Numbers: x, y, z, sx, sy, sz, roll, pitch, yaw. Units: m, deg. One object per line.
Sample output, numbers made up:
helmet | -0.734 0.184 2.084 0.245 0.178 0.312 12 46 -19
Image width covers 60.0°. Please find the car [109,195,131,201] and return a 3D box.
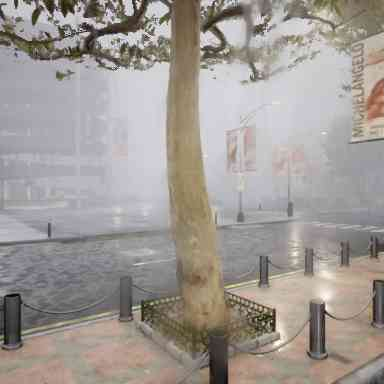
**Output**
car | -17.563 1.440 81.108 4.892 1.490 1.837 0 0 12

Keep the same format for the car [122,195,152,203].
car | -11.080 1.477 66.817 5.008 1.535 1.882 0 0 33

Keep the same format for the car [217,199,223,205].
car | 3.237 1.507 57.174 1.837 1.490 4.892 0 -1 -37

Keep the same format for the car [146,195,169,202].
car | -7.966 1.525 77.300 4.902 1.511 2.128 0 0 26

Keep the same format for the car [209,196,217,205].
car | 1.152 1.548 54.214 2.033 1.411 5.357 0 0 -36

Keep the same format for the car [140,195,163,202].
car | -8.987 1.478 73.888 5.008 1.535 1.882 0 0 30

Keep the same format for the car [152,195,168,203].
car | -7.840 1.547 69.047 5.357 1.411 2.033 0 0 37

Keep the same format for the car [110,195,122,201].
car | -18.523 1.427 77.742 5.008 1.535 1.882 0 0 12
